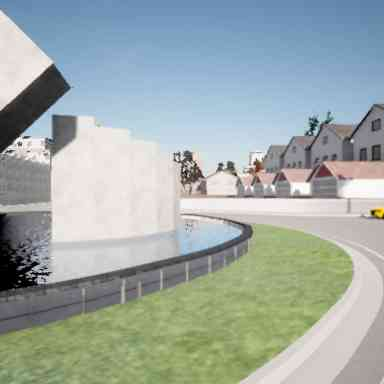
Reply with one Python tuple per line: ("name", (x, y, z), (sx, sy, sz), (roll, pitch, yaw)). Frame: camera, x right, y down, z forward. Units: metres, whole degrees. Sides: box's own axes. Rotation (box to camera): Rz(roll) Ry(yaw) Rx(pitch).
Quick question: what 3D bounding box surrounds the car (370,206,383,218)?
("car", (17.385, 1.456, 27.261), (5.008, 1.535, 1.882), (0, 0, 9))
